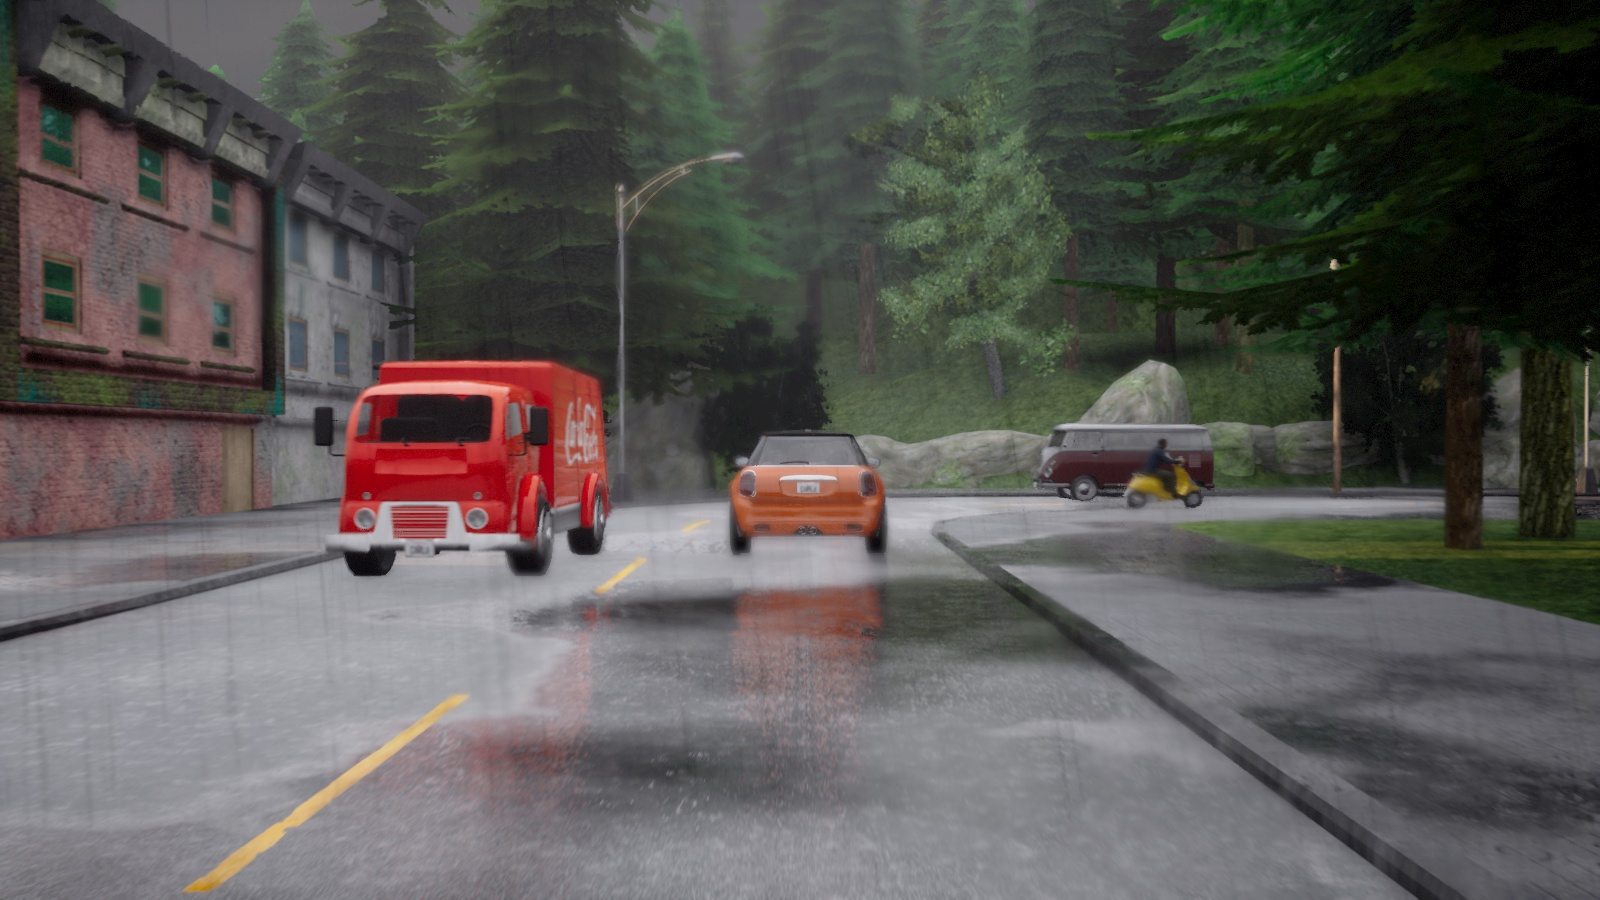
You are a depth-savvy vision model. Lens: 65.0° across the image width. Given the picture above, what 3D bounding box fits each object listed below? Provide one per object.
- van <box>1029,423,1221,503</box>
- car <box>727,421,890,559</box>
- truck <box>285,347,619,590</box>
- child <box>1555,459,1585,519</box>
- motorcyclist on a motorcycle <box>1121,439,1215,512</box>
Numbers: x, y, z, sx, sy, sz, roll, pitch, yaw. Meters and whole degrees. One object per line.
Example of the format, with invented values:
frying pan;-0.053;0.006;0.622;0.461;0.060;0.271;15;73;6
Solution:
van;8.277;0.325;32.221;4.442;1.987;1.775;0;0;-2
car;0.120;0.501;18.400;2.097;1.767;4.553;0;0;0
truck;-3.915;0.170;15.375;2.627;2.467;5.204;0;0;0
child;14.252;0.717;23.240;0.394;1.110;0.255;0;0;-1
motorcyclist on a motorcycle;8.201;0.549;28.025;1.817;1.590;0.866;0;1;-9
